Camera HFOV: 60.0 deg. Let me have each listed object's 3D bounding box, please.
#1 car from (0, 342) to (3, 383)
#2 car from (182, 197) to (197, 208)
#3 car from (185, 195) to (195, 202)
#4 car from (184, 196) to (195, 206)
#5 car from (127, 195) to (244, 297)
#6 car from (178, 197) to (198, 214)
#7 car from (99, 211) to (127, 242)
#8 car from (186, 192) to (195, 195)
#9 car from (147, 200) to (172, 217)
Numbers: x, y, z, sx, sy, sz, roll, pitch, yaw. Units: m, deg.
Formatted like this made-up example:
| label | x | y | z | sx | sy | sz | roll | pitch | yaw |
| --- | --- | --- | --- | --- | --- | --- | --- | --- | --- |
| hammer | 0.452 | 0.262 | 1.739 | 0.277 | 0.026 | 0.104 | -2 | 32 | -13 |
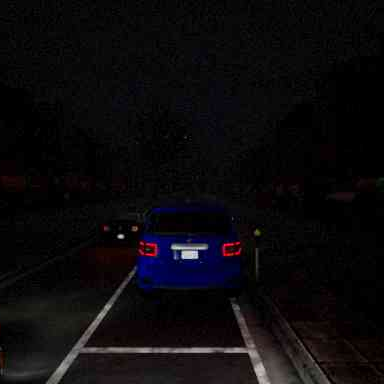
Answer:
| label | x | y | z | sx | sy | sz | roll | pitch | yaw |
| --- | --- | --- | --- | --- | --- | --- | --- | --- | --- |
| car | -3.021 | 1.351 | 1.622 | 2.097 | 1.767 | 4.553 | 0 | 0 | 0 |
| car | -0.375 | 1.454 | 46.060 | 1.947 | 1.339 | 4.313 | 1 | 0 | 0 |
| car | -0.373 | 1.329 | 68.226 | 2.008 | 1.369 | 4.403 | 1 | 0 | 0 |
| car | -0.374 | 1.388 | 51.772 | 1.752 | 1.417 | 4.829 | 1 | 0 | 0 |
| car | -0.039 | 1.225 | 8.678 | 2.150 | 2.045 | 5.566 | 0 | 0 | 0 |
| car | -0.374 | 1.375 | 34.977 | 1.967 | 1.590 | 4.097 | 1 | 0 | 0 |
| car | -3.001 | 1.588 | 16.346 | 1.895 | 1.301 | 4.718 | 0 | 0 | 0 |
| car | -0.372 | 1.227 | 40.518 | 2.192 | 1.841 | 5.009 | 1 | 0 | 0 |
| car | -2.997 | 1.511 | 31.654 | 1.994 | 1.385 | 4.181 | 0 | 0 | 0 |
